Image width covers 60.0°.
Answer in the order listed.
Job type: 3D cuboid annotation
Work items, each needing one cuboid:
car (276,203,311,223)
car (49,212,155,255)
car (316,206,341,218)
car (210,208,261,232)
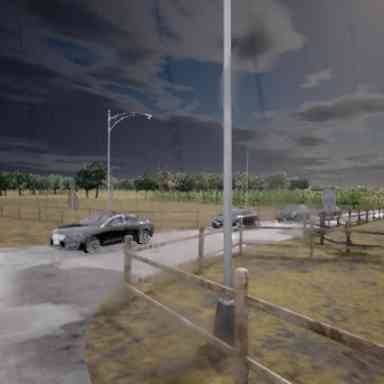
[{"bbox_3d":[9.935,2.005,32.381,2.097,1.767,4.553,1,-1,38],"label":"car"},{"bbox_3d":[-3.659,1.645,14.377,2.128,1.511,4.902,1,0,34],"label":"car"},{"bbox_3d":[17.180,2.462,41.652,1.837,1.490,4.892,1,0,40],"label":"car"},{"bbox_3d":[3.191,1.899,23.688,1.837,1.490,4.892,1,-1,38],"label":"car"}]
